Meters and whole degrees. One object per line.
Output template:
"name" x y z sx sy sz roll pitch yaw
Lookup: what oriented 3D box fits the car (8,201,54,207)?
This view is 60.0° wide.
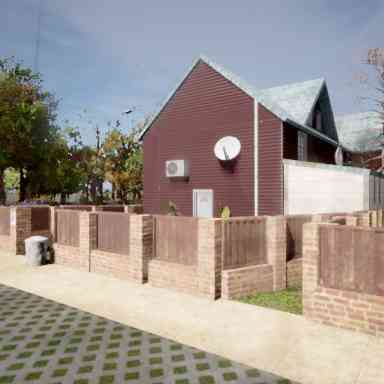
"car" -14.975 1.561 30.402 2.128 1.511 4.902 0 0 36

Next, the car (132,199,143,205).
"car" -5.797 1.627 43.226 1.837 1.490 4.892 0 -1 36
